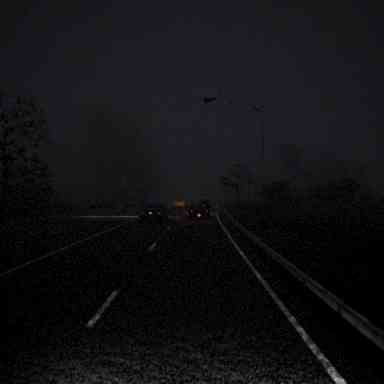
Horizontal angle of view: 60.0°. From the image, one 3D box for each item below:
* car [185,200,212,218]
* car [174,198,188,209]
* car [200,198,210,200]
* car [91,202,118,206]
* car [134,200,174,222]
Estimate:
[{"bbox_3d":[0.706,1.653,30.150,1.895,1.301,4.718,0,0,3],"label":"car"},{"bbox_3d":[-1.706,1.560,47.599,1.882,1.535,5.008,0,0,4],"label":"car"},{"bbox_3d":[1.879,1.587,48.502,1.837,1.490,4.892,0,-1,5],"label":"car"},{"bbox_3d":[-9.597,1.255,36.678,2.033,1.411,5.357,0,0,3],"label":"car"},{"bbox_3d":[-2.941,1.593,26.827,2.033,1.411,5.357,0,0,2],"label":"car"}]
